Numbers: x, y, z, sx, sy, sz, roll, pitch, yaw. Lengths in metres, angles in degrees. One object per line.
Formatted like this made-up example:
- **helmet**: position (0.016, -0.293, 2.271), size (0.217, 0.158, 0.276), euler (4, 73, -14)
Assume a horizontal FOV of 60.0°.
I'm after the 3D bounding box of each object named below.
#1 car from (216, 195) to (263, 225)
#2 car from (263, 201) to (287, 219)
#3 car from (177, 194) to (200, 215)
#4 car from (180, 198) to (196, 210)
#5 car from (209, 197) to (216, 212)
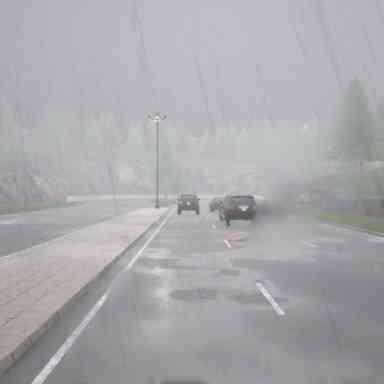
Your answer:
- **car**: position (3.269, 1.221, 23.960), size (2.150, 2.045, 5.566), euler (0, 0, -1)
- **car**: position (6.711, 1.493, 28.638), size (2.128, 1.511, 4.902), euler (0, 0, -1)
- **car**: position (-0.367, 1.221, 34.337), size (2.150, 2.045, 5.566), euler (0, 0, 0)
- **car**: position (-0.485, 1.547, 44.522), size (2.033, 1.411, 5.357), euler (0, 0, 0)
- **car**: position (3.079, 1.352, 38.837), size (2.097, 1.767, 4.553), euler (0, 0, -1)
